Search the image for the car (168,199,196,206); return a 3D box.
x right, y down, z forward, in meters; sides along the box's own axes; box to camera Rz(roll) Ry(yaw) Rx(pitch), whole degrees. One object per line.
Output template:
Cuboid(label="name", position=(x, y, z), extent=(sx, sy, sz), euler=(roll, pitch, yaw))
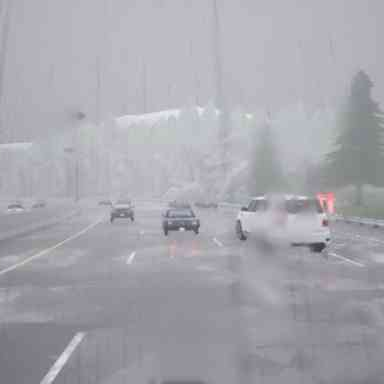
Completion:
Cuboid(label="car", position=(-1.700, 1.571, 43.641), extent=(2.033, 1.411, 5.357), euler=(-1, 0, -19))

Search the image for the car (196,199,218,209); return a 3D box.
Cuboid(label="car", position=(1.743, 1.576, 43.909), extent=(1.895, 1.301, 4.718), euler=(-1, 0, -17))

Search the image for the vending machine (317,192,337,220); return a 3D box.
Cuboid(label="vending machine", position=(10.206, 1.053, 25.232), extent=(1.100, 2.100, 0.880), euler=(-1, 0, -8))

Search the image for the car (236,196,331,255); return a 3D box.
Cuboid(label="car", position=(3.368, 1.175, 13.357), extent=(2.150, 2.045, 5.566), euler=(0, 0, -6))

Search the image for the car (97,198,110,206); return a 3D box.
Cuboid(label="car", position=(-16.381, 1.791, 61.983), extent=(1.994, 1.385, 4.181), euler=(-1, 0, -24))

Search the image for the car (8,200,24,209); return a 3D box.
Cuboid(label="car", position=(-27.440, 1.929, 52.011), extent=(2.033, 1.411, 5.357), euler=(-1, 0, -21))

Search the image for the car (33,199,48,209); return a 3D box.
Cuboid(label="car", position=(-23.825, 1.834, 52.301), extent=(1.837, 1.490, 4.892), euler=(-1, 0, -20))

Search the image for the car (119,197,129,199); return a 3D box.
Cuboid(label="car", position=(-12.821, 1.669, 62.565), extent=(2.128, 1.511, 4.902), euler=(-1, 0, -24))

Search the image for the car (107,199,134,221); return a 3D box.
Cuboid(label="car", position=(-5.838, 1.607, 27.902), extent=(1.812, 1.442, 4.674), euler=(0, 0, -11))

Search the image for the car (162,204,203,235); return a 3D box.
Cuboid(label="car", position=(-0.772, 1.611, 19.049), extent=(1.895, 1.301, 4.718), euler=(-1, 0, -7))
